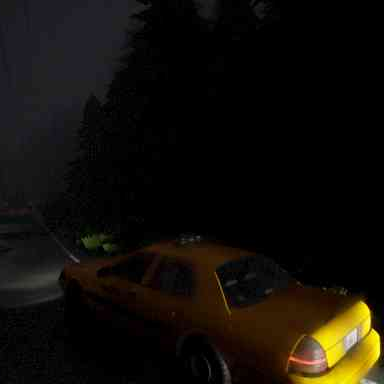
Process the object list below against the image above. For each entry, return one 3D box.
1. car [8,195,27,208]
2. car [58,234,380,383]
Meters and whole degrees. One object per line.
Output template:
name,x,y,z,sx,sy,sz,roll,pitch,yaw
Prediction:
car,-20.991,1.059,40.157,2.128,1.511,4.902,-2,2,-26
car,-0.241,1.417,5.107,5.366,1.575,1.801,1,1,45
